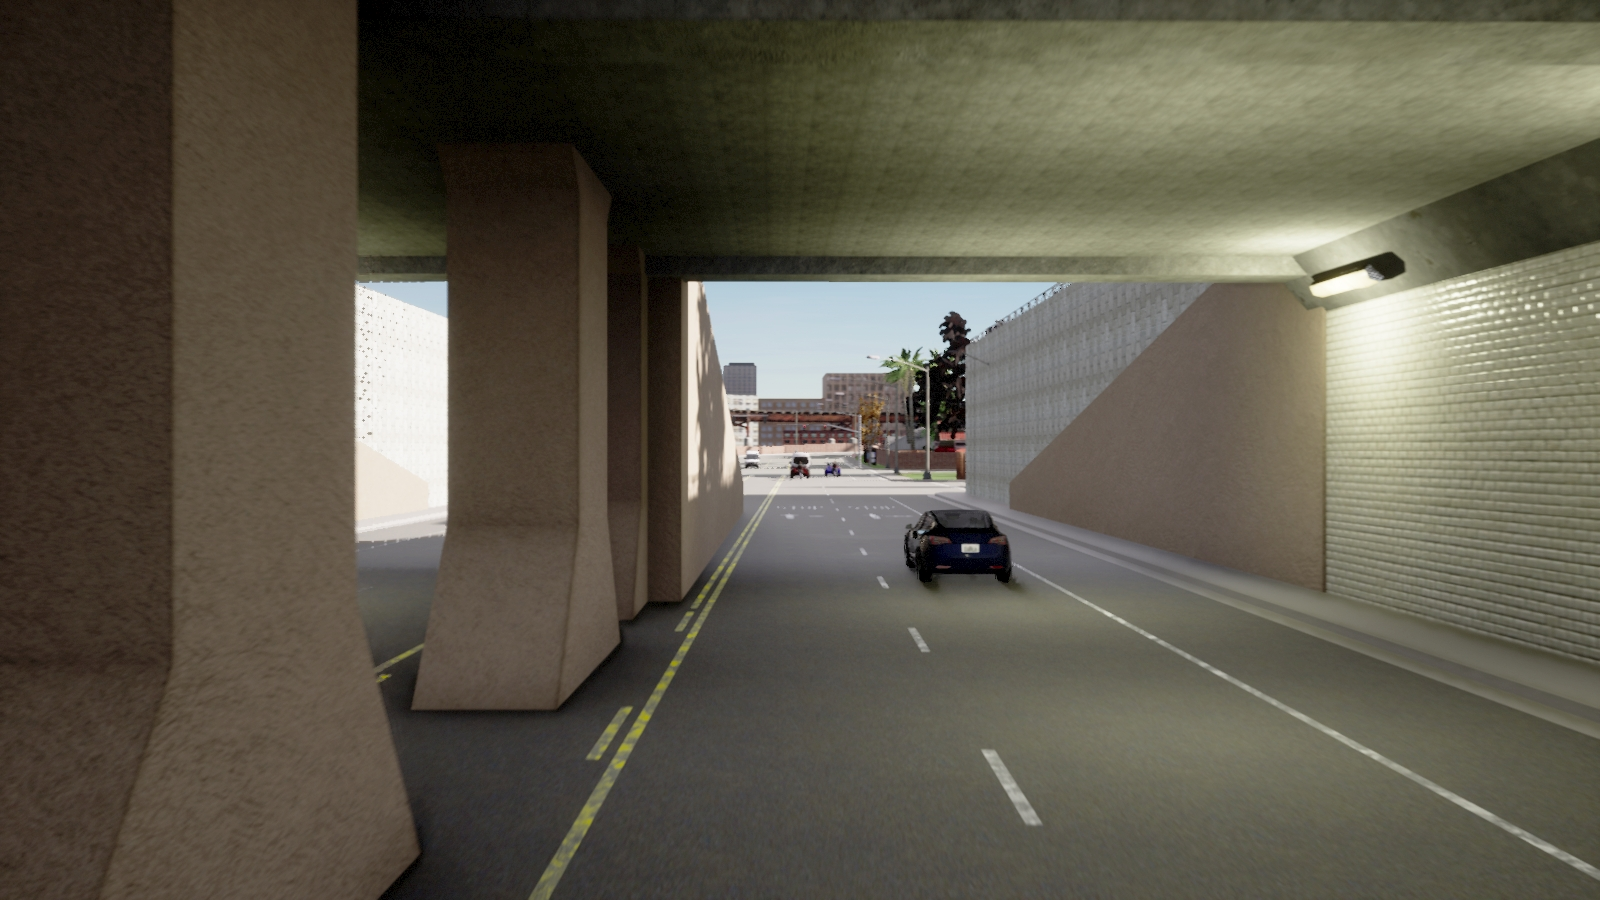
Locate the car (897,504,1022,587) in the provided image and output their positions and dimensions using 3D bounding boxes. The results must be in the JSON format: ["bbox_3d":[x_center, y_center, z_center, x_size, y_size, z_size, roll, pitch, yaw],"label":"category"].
[{"bbox_3d":[3.466,2.063,25.750,2.163,1.488,4.792,0,0,0],"label":"car"}]
